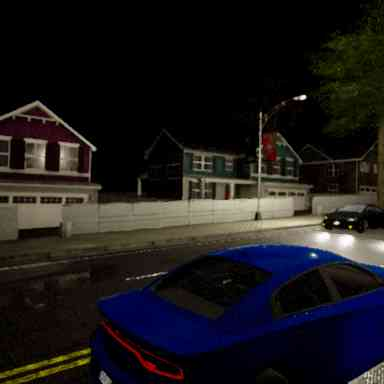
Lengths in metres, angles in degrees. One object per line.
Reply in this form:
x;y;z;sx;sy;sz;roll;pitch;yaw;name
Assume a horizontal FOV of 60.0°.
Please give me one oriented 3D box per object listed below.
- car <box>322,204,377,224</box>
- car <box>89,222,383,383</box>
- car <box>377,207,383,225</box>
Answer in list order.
8.825;1.342;17.714;4.181;1.385;1.994;-1;1;-35;car
1.280;1.431;4.304;5.008;1.535;1.882;-1;1;-35;car
10.566;1.307;14.966;4.674;1.442;1.812;-1;1;-35;car
